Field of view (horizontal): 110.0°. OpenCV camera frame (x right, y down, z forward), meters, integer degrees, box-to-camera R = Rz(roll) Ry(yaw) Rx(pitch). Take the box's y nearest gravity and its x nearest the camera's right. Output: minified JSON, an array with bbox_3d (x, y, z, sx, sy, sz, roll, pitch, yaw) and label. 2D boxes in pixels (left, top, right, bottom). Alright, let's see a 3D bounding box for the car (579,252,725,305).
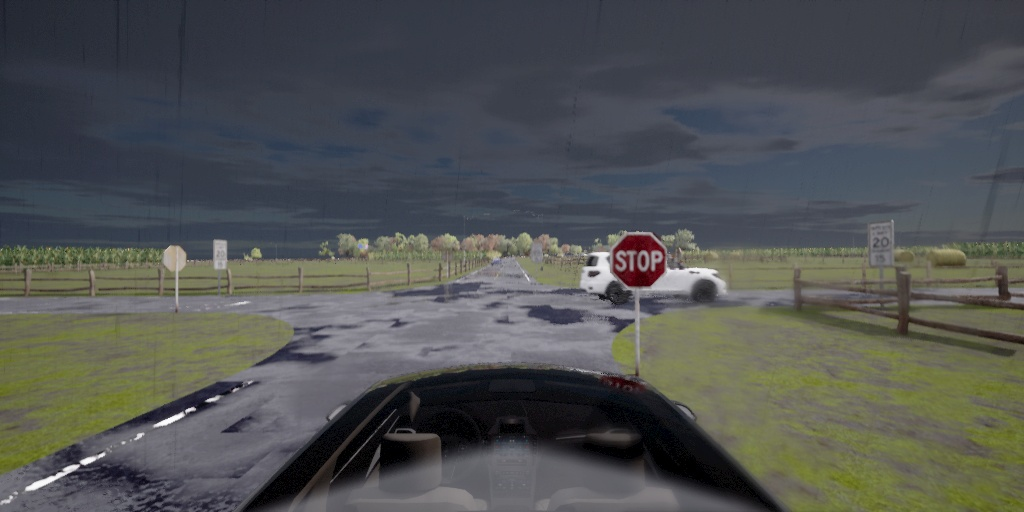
[{"bbox_3d":[5.584,0.851,14.696,5.566,2.045,2.150,0,-1,-1],"label":"car"}]
